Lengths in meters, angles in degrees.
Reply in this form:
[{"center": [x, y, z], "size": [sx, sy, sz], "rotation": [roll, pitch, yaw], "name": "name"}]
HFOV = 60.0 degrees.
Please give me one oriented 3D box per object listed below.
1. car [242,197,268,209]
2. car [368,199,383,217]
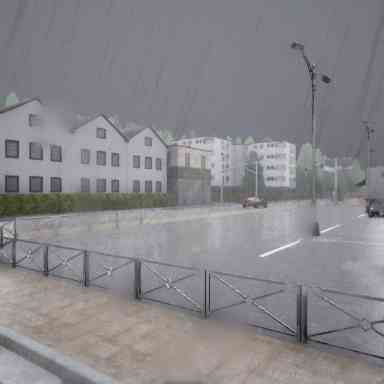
[{"center": [8.104, 1.334, 42.799], "size": [1.812, 1.442, 4.674], "rotation": [0, 0, 36], "name": "car"}, {"center": [15.488, 1.298, 26.767], "size": [2.007, 1.523, 4.514], "rotation": [0, 0, 35], "name": "car"}]
